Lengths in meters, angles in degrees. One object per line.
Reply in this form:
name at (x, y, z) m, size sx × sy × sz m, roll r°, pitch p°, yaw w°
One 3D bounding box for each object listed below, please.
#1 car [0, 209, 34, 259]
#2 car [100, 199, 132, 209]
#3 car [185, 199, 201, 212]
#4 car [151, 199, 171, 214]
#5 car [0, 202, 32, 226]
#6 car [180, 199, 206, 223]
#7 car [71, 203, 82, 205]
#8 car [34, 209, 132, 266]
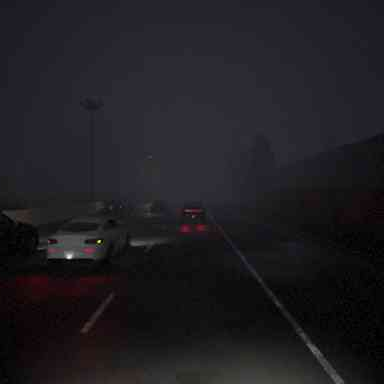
car at (-6.900, 1.371, 10.863) m, size 2.097 × 1.767 × 4.553 m, roll 0°, pitch 0°, yaw 0°
car at (-6.904, 1.407, 30.586) m, size 2.097 × 1.767 × 4.553 m, roll 0°, pitch 0°, yaw 0°
car at (0.093, 1.599, 40.790) m, size 1.812 × 1.442 × 4.674 m, roll 0°, pitch 0°, yaw 0°
car at (-3.405, 1.544, 36.791) m, size 1.882 × 1.535 × 5.008 m, roll 0°, pitch 0°, yaw 0°
car at (-14.100, 1.535, 24.618) m, size 2.128 × 1.511 × 4.902 m, roll 0°, pitch 0°, yaw 0°
car at (0.096, 1.537, 25.911) m, size 2.128 × 1.511 × 4.902 m, roll 0°, pitch 0°, yaw 0°
car at (-17.507, 1.636, 52.555) m, size 1.837 × 1.490 × 4.892 m, roll 0°, pitch 0°, yaw 0°
car at (-3.401, 1.547, 11.541) m, size 1.812 × 1.442 × 4.674 m, roll 0°, pitch 0°, yaw 0°
